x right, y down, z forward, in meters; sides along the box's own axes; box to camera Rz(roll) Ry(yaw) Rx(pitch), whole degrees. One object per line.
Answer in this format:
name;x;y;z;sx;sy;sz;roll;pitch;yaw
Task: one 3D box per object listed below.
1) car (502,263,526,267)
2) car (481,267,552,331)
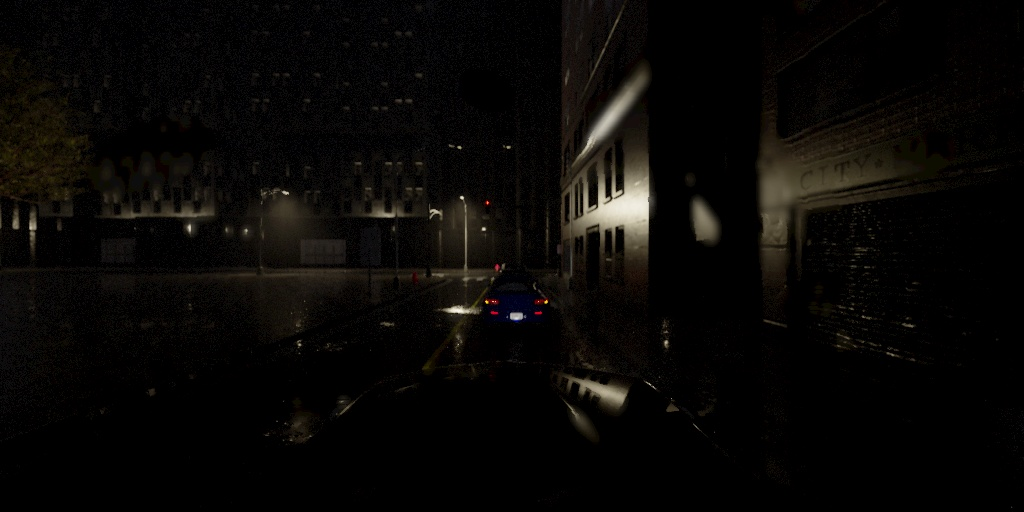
car;0.126;1.150;20.936;2.128;1.511;4.902;0;0;1
car;0.118;1.233;10.727;1.812;1.442;4.674;0;0;0
